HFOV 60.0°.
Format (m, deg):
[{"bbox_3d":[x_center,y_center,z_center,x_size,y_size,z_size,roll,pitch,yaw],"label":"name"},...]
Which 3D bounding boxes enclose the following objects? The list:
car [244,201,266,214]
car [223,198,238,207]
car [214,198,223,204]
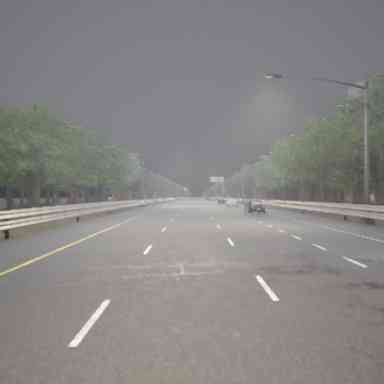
[{"bbox_3d":[7.086,1.719,37.706,1.812,1.442,4.674,0,-1,0],"label":"car"},{"bbox_3d":[7.212,1.999,60.456,1.812,1.442,4.674,0,-1,0],"label":"car"},{"bbox_3d":[7.410,2.277,84.634,1.882,1.535,5.008,0,-1,1],"label":"car"}]
